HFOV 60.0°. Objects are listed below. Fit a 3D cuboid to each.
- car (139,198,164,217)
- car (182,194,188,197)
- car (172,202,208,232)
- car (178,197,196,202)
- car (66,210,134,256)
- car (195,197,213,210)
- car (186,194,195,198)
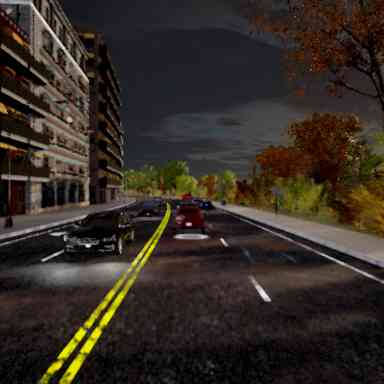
[{"bbox_3d":[-4.189,1.641,33.361,2.033,1.411,5.357,0,0,-3],"label":"car"},{"bbox_3d":[-1.117,1.407,77.382,2.150,2.045,5.566,0,0,-7],"label":"car"},{"bbox_3d":[-0.232,1.583,20.242,1.812,1.442,4.674,0,0,-2],"label":"car"},{"bbox_3d":[-0.963,1.648,37.698,2.033,1.411,5.357,0,0,-3],"label":"car"},{"bbox_3d":[-3.518,1.546,13.507,1.837,1.490,4.892,0,0,-1],"label":"car"},{"bbox_3d":[1.782,1.680,45.876,1.994,1.385,4.181,0,0,-4],"label":"car"},{"bbox_3d":[0.514,1.642,61.899,2.128,1.511,4.902,0,0,-5],"label":"car"}]
